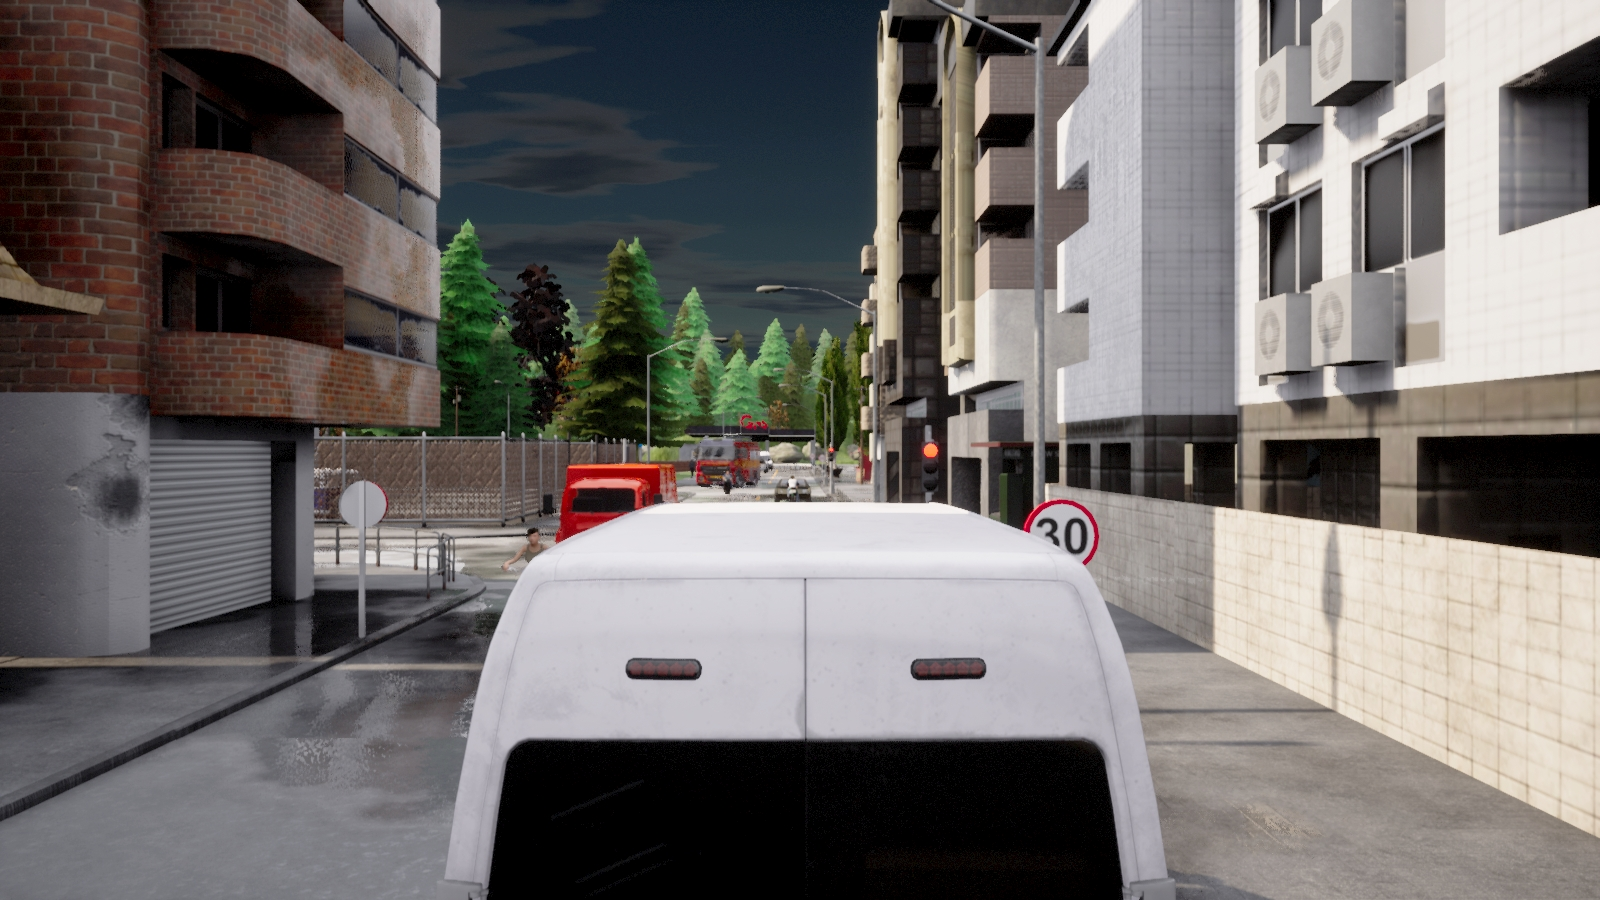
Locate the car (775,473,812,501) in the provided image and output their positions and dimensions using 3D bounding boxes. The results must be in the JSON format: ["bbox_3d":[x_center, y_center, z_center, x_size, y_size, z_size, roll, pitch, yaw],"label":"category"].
[{"bbox_3d":[-0.339,1.912,60.159,1.895,1.301,4.718,0,0,0],"label":"car"}]

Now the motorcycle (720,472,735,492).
[{"bbox_3d":[-4.462,1.965,70.246,0.803,1.145,2.033,0,0,0],"label":"motorcycle"}]

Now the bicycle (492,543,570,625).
[{"bbox_3d":[-4.092,2.029,17.507,0.859,1.080,1.487,0,0,-1],"label":"bicycle"}]

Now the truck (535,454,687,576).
[{"bbox_3d":[-4.129,1.338,25.997,2.627,2.467,5.204,0,0,0],"label":"truck"}]

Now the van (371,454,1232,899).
[{"bbox_3d":[-0.009,1.312,5.597,1.988,2.561,5.915,0,0,0],"label":"van"}]
